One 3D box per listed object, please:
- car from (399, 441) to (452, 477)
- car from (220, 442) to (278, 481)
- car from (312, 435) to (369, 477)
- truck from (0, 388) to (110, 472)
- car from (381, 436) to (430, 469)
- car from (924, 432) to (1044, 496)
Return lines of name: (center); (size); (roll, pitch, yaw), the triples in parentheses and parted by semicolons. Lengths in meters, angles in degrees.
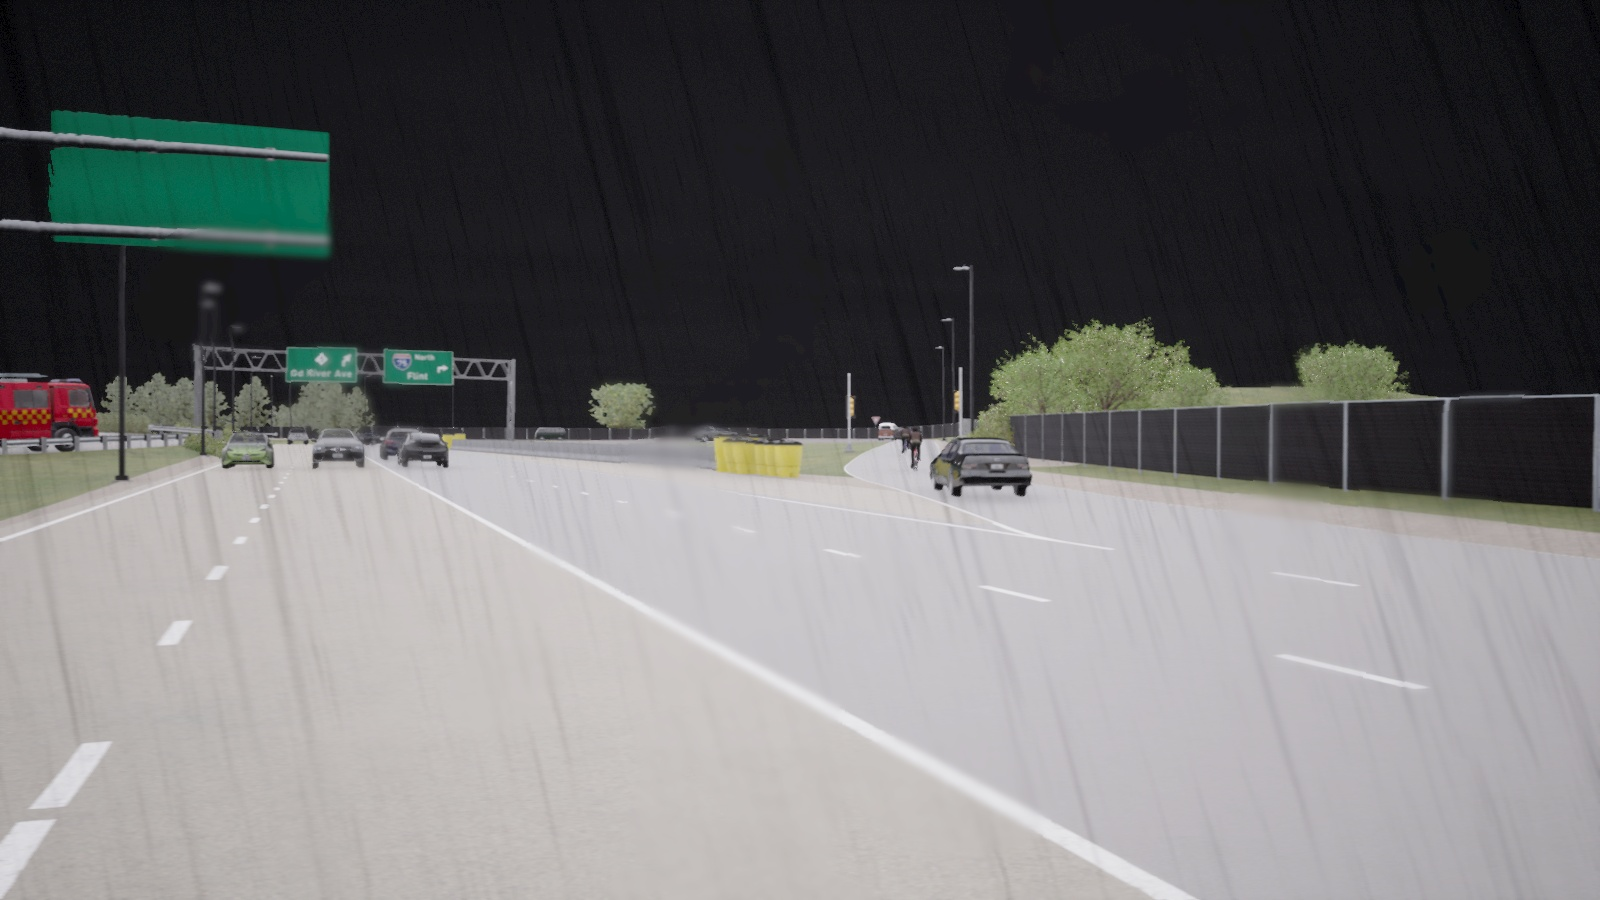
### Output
car: (-16.571, 0.363, 55.381); (1.837, 1.490, 4.892); (-1, 1, -21)
car: (-22.871, 0.440, 52.261); (2.007, 1.525, 4.514); (-1, 1, -21)
car: (-19.536, 0.207, 53.331); (2.152, 1.651, 5.027); (-1, 1, -21)
truck: (-37.892, -0.929, 59.707); (2.891, 3.827, 8.468); (-1, 2, 29)
car: (-21.339, 0.115, 67.788); (2.242, 1.667, 4.611); (-1, 1, -21)
car: (4.509, 0.292, 31.589); (2.033, 1.411, 5.357); (-1, 1, -2)
